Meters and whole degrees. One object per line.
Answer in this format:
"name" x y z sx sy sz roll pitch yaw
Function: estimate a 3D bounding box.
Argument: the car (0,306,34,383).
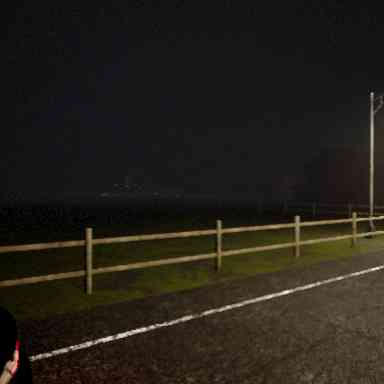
"car" -3.432 1.482 1.523 4.902 1.511 2.128 0 0 -35
